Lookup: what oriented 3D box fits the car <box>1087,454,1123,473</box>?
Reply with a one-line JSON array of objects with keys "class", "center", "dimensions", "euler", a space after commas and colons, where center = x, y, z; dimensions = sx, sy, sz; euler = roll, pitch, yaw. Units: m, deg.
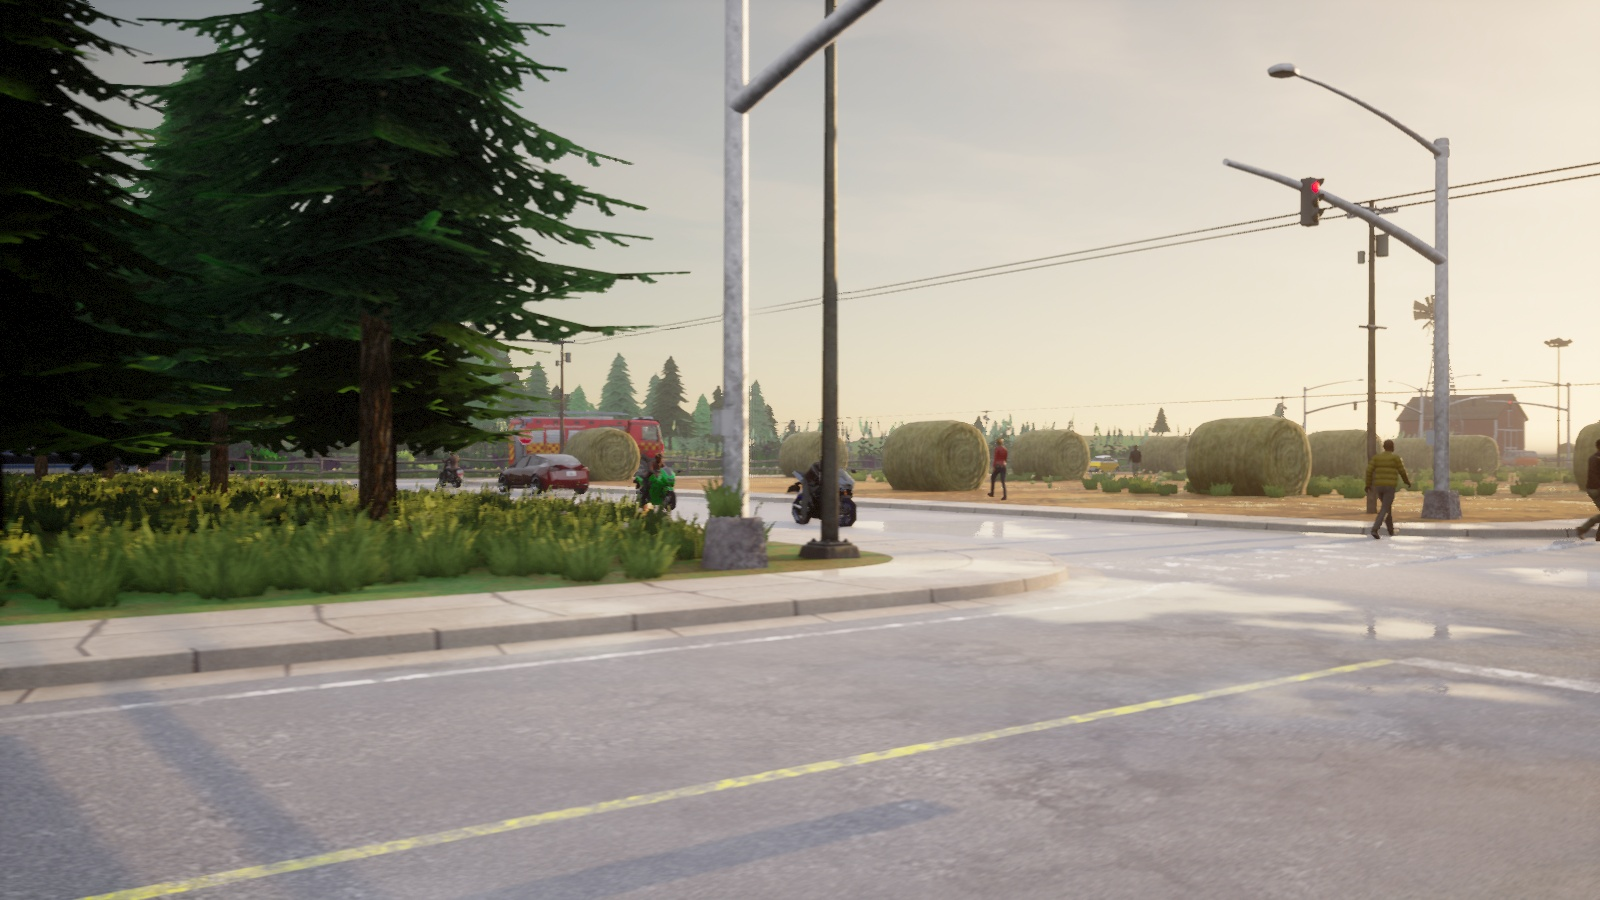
[{"class": "car", "center": [22.570, 0.988, 92.949], "dimensions": [2.207, 1.376, 1.481], "euler": [0, 0, -33]}]

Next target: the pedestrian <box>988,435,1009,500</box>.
[{"class": "pedestrian", "center": [5.690, 0.492, 36.036], "dimensions": [0.331, 1.846, 0.636], "euler": [0, 0, -18]}]

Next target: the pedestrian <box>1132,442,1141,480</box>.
[{"class": "pedestrian", "center": [16.250, 0.522, 60.679], "dimensions": [0.431, 1.840, 0.703], "euler": [0, 0, 14]}]

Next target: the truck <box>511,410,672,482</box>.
[{"class": "truck", "center": [-11.696, -0.212, 70.851], "dimensions": [8.468, 3.827, 2.891], "euler": [0, 0, -33]}]

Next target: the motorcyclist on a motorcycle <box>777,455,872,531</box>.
[{"class": "motorcyclist on a motorcycle", "center": [0.489, 0.876, 26.500], "dimensions": [0.866, 1.530, 2.191], "euler": [0, 0, -36]}]

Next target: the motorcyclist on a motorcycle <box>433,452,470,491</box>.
[{"class": "motorcyclist on a motorcycle", "center": [-15.086, 0.901, 54.259], "dimensions": [0.766, 1.649, 2.350], "euler": [0, 0, -36]}]

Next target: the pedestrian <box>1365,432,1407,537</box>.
[{"class": "pedestrian", "center": [10.459, 0.602, 22.400], "dimensions": [0.726, 1.835, 0.370], "euler": [0, 0, -36]}]

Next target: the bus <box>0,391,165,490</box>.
[{"class": "bus", "center": [-34.384, -0.412, 56.219], "dimensions": [10.273, 4.253, 3.944], "euler": [0, 0, -33]}]

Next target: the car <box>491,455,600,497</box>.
[{"class": "car", "center": [-9.465, 0.917, 46.410], "dimensions": [2.163, 1.488, 4.792], "euler": [0, 0, -36]}]

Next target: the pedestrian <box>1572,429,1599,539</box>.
[{"class": "pedestrian", "center": [13.479, 0.573, 21.181], "dimensions": [0.703, 1.840, 0.431], "euler": [0, 0, 41]}]

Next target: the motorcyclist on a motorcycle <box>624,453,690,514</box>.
[{"class": "motorcyclist on a motorcycle", "center": [-3.704, 0.848, 32.356], "dimensions": [0.797, 1.523, 2.044], "euler": [0, 0, -36]}]
